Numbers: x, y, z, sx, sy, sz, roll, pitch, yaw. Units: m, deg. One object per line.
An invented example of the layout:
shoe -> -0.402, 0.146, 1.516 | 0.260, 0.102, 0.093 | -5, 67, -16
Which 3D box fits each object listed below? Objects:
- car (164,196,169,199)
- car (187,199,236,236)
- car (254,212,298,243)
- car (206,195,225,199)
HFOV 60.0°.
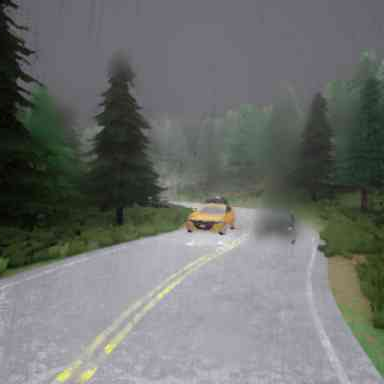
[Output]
car -> -5.587, 1.221, 58.569 | 2.128, 1.511, 4.902 | -2, 1, -26
car -> 1.223, 1.378, 18.310 | 1.882, 1.535, 5.008 | 3, 1, 17
car -> 4.388, 1.660, 16.921 | 1.895, 1.301, 4.718 | 3, 1, 18
car -> 3.273, 1.240, 47.464 | 1.882, 1.535, 5.008 | 0, 1, -21
